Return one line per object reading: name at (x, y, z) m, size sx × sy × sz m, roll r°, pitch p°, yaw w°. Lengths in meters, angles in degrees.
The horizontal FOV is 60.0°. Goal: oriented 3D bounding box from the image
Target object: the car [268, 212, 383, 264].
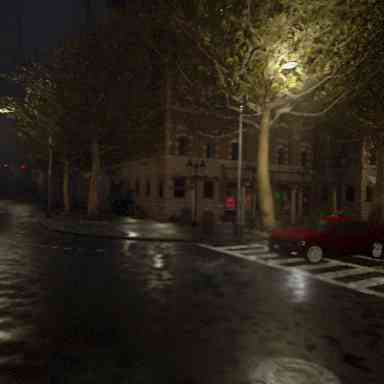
car at (5.197, 1.684, 12.590) m, size 5.008 × 1.535 × 1.882 m, roll 2°, pitch 0°, yaw -25°
